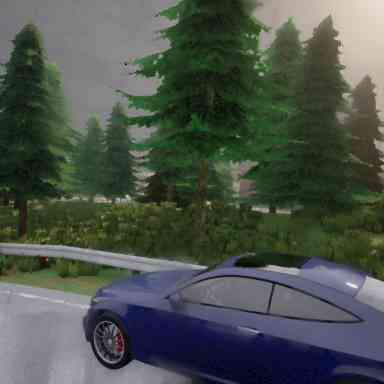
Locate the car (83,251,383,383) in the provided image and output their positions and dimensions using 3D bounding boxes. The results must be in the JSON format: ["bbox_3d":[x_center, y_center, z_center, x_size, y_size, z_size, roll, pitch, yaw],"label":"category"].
[{"bbox_3d":[0.752,1.499,4.100,4.674,1.442,1.812,1,1,31],"label":"car"}]
